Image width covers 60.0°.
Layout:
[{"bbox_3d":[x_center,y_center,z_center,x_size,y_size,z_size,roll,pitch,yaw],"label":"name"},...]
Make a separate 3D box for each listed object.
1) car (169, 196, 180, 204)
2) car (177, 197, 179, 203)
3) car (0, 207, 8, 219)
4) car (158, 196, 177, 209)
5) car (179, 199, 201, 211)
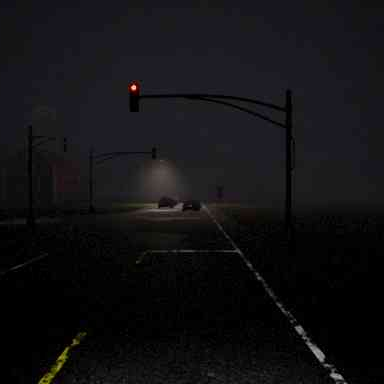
[{"bbox_3d":[-3.429,1.537,65.017,1.895,1.301,4.718,0,0,1],"label":"car"},{"bbox_3d":[-3.484,1.478,55.089,1.812,1.442,4.674,0,0,1],"label":"car"},{"bbox_3d":[-16.332,1.338,24.595,5.008,1.535,1.882,1,1,-3],"label":"car"},{"bbox_3d":[-3.511,1.444,45.226,1.882,1.535,5.008,0,0,0],"label":"car"},{"bbox_3d":[-0.041,1.537,39.852,1.994,1.385,4.181,0,0,3],"label":"car"}]
